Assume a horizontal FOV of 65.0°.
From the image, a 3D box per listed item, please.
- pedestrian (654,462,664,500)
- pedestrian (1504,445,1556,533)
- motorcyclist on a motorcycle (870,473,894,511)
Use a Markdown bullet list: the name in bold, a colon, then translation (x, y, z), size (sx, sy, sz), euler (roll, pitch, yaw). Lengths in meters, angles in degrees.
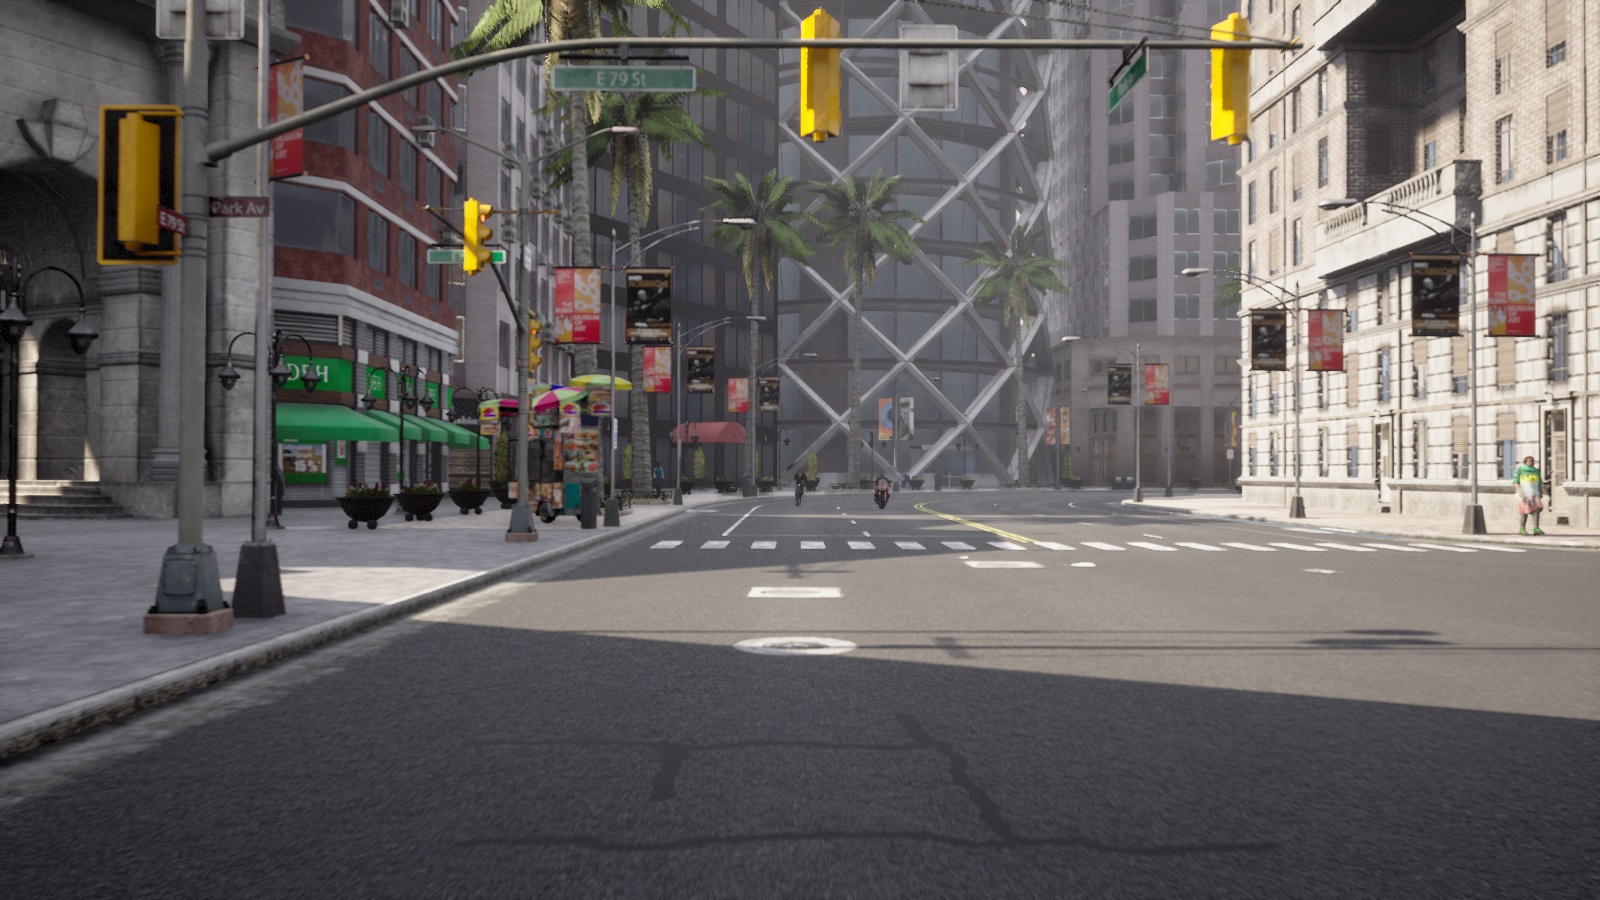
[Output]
- **pedestrian**: translation (-7.226, 1.577, 64.317), size (0.396, 1.930, 0.692), euler (0, -1, 7)
- **pedestrian**: translation (16.526, 0.881, 28.449), size (0.659, 1.952, 0.873), euler (0, -1, 2)
- **motorcyclist on a motorcycle**: translation (3.383, 1.705, 51.889), size (0.866, 1.530, 2.191), euler (0, -1, 1)
